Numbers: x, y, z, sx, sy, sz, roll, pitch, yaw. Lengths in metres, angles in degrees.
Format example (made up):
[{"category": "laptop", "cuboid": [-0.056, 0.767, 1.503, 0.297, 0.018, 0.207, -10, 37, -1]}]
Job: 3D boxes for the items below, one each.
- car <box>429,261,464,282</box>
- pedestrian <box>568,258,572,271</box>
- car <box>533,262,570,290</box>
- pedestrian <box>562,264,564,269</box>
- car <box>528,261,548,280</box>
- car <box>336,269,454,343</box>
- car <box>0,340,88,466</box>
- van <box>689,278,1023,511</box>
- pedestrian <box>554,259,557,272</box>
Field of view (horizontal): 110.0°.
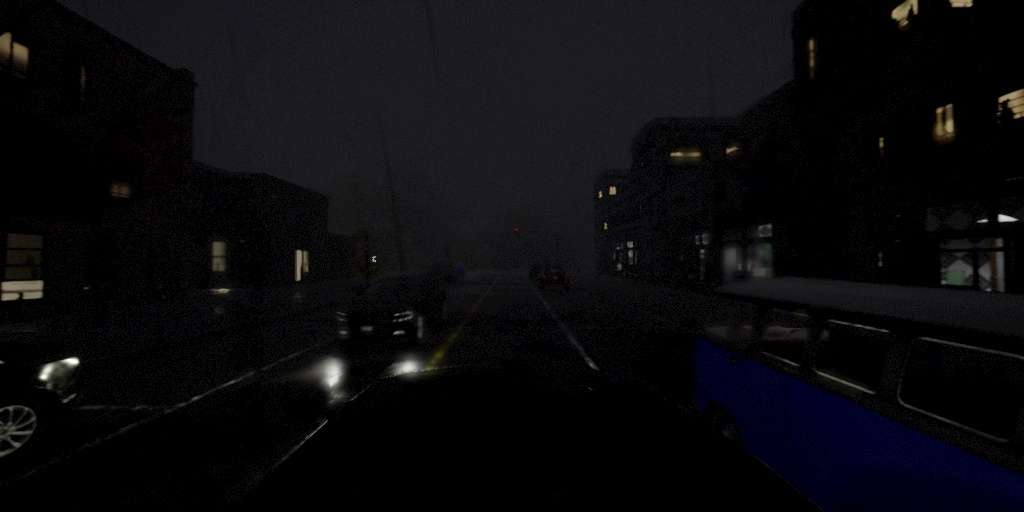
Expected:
[{"category": "car", "cuboid": [-5.684, 1.321, 29.906, 2.192, 1.841, 5.009, 0, 0, 0]}, {"category": "pedestrian", "cuboid": [8.145, 1.225, 50.484, 0.375, 1.860, 0.375, 1, -1, 0]}, {"category": "car", "cuboid": [2.696, 1.397, 24.373, 1.967, 1.591, 4.097, 0, 0, 0]}, {"category": "pedestrian", "cuboid": [7.144, 1.667, 49.875, 0.375, 1.300, 0.375, 1, -1, 0]}, {"category": "car", "cuboid": [2.711, 1.369, 35.458, 2.192, 1.841, 5.009, 0, 0, 0]}, {"category": "car", "cuboid": [-3.099, 1.306, 10.178, 1.882, 1.535, 5.008, 0, -1, 0]}, {"category": "car", "cuboid": [-5.689, 1.305, 2.190, 2.007, 1.370, 4.403, 0, 0, 0]}, {"category": "van", "cuboid": [2.691, 1.095, 2.202, 1.690, 1.789, 3.998, 0, 0, 0]}, {"category": "pedestrian", "cuboid": [6.144, 1.320, 51.083, 0.375, 1.860, 0.375, 1, -1, 0]}]
